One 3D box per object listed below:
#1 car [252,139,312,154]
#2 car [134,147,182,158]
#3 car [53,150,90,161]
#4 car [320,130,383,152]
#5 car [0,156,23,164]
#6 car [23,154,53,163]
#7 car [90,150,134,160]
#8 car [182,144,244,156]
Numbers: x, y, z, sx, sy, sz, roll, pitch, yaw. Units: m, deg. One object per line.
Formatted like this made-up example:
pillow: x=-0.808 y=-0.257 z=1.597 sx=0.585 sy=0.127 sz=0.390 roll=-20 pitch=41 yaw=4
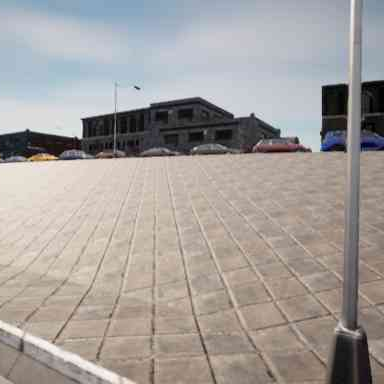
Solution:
car: x=7.166 y=-3.392 z=26.405 sx=4.553 sy=1.767 sz=2.185 roll=1 pitch=1 yaw=26
car: x=-2.748 y=-3.440 z=31.305 sx=4.674 sy=1.452 sz=2.002 roll=1 pitch=1 yaw=28
car: x=-12.605 y=-3.801 z=36.712 sx=4.553 sy=1.767 sz=2.185 roll=1 pitch=1 yaw=31
car: x=12.267 y=-3.378 z=24.066 sx=5.566 sy=2.045 sz=2.435 roll=2 pitch=1 yaw=25
car: x=-22.071 y=-3.828 z=42.456 sx=4.674 sy=1.452 sz=2.002 roll=1 pitch=1 yaw=33
car: x=-17.359 y=-3.771 z=39.528 sx=5.008 sy=1.535 sz=2.097 roll=1 pitch=1 yaw=32
car: x=-7.612 y=-3.546 z=33.912 sx=4.792 sy=1.488 sz=2.163 roll=1 pitch=1 yaw=29
car: x=2.085 y=-3.383 z=28.847 sx=4.892 sy=1.521 sz=2.231 roll=1 pitch=1 yaw=27
